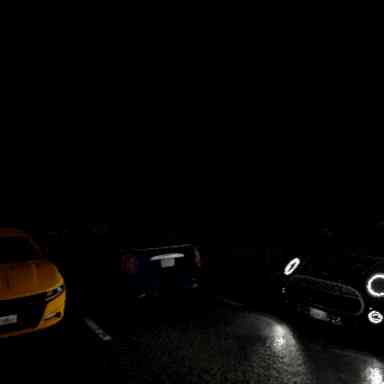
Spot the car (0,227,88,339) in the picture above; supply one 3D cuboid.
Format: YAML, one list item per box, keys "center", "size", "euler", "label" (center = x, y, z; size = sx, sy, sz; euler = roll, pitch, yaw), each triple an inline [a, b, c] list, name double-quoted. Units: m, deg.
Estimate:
- center: [-3.987, 1.488, 6.608]
  size: [2.097, 1.535, 5.008]
  euler: [1, -1, -36]
  label: "car"

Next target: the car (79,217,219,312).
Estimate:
- center: [-1.703, 1.393, 8.194]
  size: [2.185, 1.767, 4.553]
  euler: [1, 0, -36]
  label: "car"

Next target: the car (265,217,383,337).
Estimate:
- center: [3.878, 1.422, 6.771]
  size: [4.553, 1.767, 2.097]
  euler: [1, 0, -36]
  label: "car"

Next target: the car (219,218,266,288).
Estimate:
- center: [0.563, 1.573, 9.813]
  size: [2.163, 1.488, 4.792]
  euler: [1, 0, -36]
  label: "car"
